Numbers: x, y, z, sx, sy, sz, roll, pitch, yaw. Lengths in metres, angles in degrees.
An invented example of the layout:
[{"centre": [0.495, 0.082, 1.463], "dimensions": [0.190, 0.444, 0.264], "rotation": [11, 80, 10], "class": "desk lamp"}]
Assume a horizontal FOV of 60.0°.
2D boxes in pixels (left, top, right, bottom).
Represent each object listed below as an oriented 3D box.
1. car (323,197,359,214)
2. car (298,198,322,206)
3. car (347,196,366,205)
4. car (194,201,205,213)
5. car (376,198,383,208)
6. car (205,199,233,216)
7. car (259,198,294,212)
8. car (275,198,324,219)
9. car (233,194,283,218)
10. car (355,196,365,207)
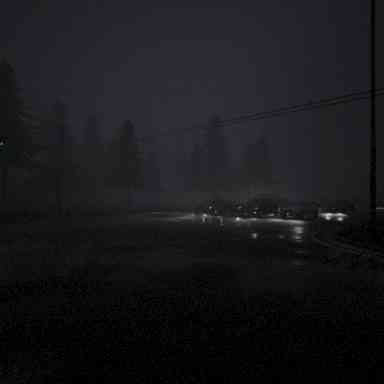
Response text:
[{"centre": [16.076, 1.563, 35.988], "dimensions": [1.994, 1.385, 4.181], "rotation": [0, 0, 44], "class": "car"}, {"centre": [19.324, 1.601, 54.428], "dimensions": [1.895, 1.301, 4.718], "rotation": [0, 0, 44], "class": "car"}, {"centre": [29.768, 1.529, 60.079], "dimensions": [1.812, 1.442, 4.674], "rotation": [0, 0, 44], "class": "car"}, {"centre": [2.352, 1.478, 36.873], "dimensions": [1.882, 1.535, 5.008], "rotation": [0, 0, 44], "class": "car"}, {"centre": [28.065, 1.548, 48.356], "dimensions": [2.033, 1.411, 5.357], "rotation": [0, 0, 44], "class": "car"}, {"centre": [3.788, 1.601, 33.297], "dimensions": [1.895, 1.301, 4.718], "rotation": [0, 0, 43], "class": "car"}, {"centre": [10.205, 1.478, 39.979], "dimensions": [1.882, 1.535, 5.008], "rotation": [0, 0, 44], "class": "car"}, {"centre": [9.528, 1.526, 29.184], "dimensions": [1.812, 1.442, 4.674], "rotation": [0, 0, 44], "class": "car"}, {"centre": [6.236, 1.352, 30.783], "dimensions": [2.097, 1.767, 4.553], "rotation": [0, 0, 43], "class": "car"}, {"centre": [22.862, 1.548, 48.031], "dimensions": [2.033, 1.411, 5.357], "rotation": [0, 0, 44], "class": "car"}]
